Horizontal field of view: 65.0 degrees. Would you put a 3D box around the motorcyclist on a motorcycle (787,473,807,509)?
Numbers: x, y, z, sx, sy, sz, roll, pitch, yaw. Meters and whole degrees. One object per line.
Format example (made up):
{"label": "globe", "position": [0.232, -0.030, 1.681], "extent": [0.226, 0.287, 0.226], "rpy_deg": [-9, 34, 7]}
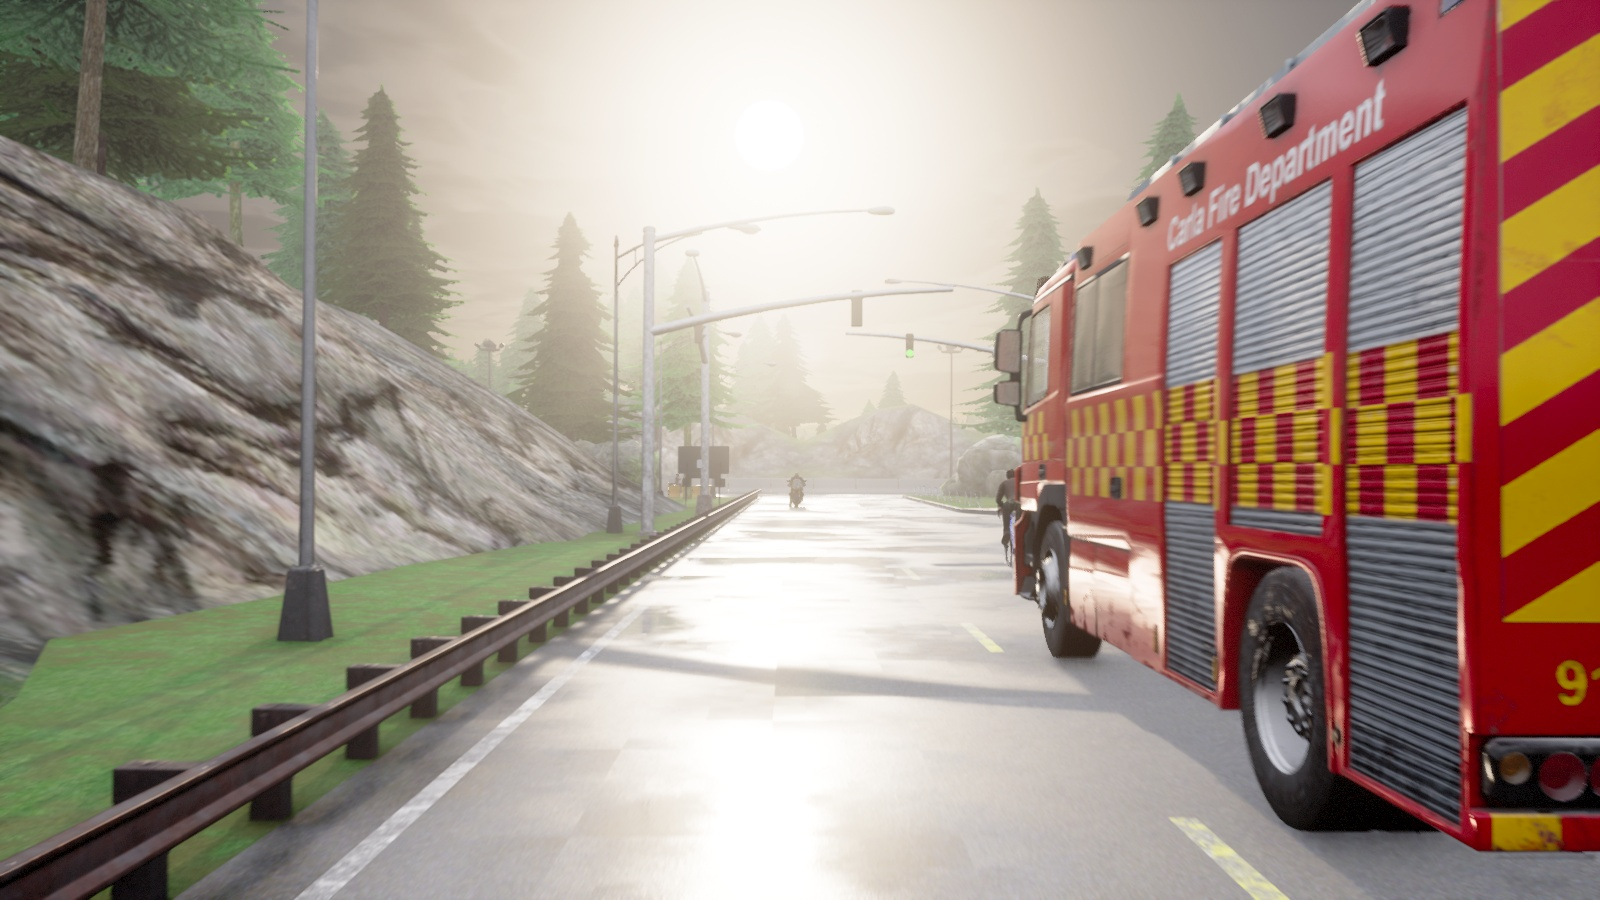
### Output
{"label": "motorcyclist on a motorcycle", "position": [-0.131, 1.756, 54.096], "extent": [0.866, 1.530, 2.191], "rpy_deg": [0, -1, 0]}

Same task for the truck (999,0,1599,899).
{"label": "truck", "position": [3.475, -0.223, 8.407], "extent": [2.891, 3.827, 8.468], "rpy_deg": [0, -1, 0]}

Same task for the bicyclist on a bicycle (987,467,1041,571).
{"label": "bicyclist on a bicycle", "position": [3.451, 1.094, 20.356], "extent": [0.582, 1.620, 1.656], "rpy_deg": [0, -1, 0]}
